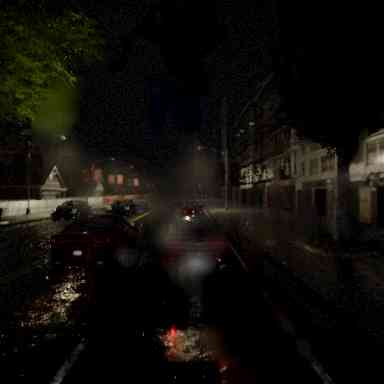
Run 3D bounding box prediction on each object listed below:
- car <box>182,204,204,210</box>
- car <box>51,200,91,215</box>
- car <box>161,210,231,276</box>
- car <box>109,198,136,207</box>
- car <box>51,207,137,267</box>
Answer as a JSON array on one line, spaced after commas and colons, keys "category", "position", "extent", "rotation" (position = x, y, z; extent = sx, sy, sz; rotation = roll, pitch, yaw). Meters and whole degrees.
[{"category": "car", "position": [0.094, 1.698, 29.622], "extent": [1.895, 1.301, 4.718], "rotation": [0, 0, 0]}, {"category": "car", "position": [-9.850, 1.443, 27.505], "extent": [2.097, 1.767, 4.553], "rotation": [0, 0, 0]}, {"category": "car", "position": [0.099, 1.529, 10.473], "extent": [2.128, 1.511, 4.902], "rotation": [0, 0, 0]}, {"category": "car", "position": [-6.595, 1.454, 31.553], "extent": [2.097, 1.767, 4.553], "rotation": [0, 0, 0]}, {"category": "car", "position": [-3.152, 1.518, 11.636], "extent": [1.882, 1.535, 5.008], "rotation": [0, 0, 0]}]
